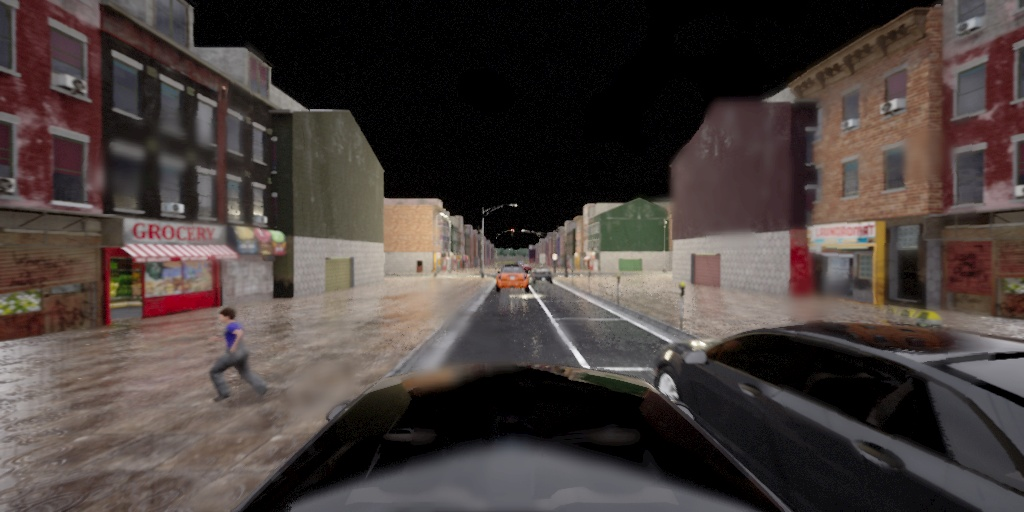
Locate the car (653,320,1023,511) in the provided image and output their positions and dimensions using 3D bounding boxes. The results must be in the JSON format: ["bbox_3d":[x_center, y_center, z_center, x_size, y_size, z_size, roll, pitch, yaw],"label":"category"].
[{"bbox_3d":[2.750,1.269,2.779,1.837,1.490,4.892,0,-1,0],"label":"car"}]

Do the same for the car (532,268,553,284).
[{"bbox_3d":[2.610,1.681,31.579,2.007,1.370,4.403,0,0,0],"label":"car"}]

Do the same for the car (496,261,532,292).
[{"bbox_3d":[0.046,1.385,24.025,2.097,1.767,4.553,0,-1,0],"label":"car"}]

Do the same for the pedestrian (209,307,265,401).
[{"bbox_3d":[-3.525,1.208,4.600,0.375,1.300,0.375,-1,1,-10],"label":"pedestrian"}]
